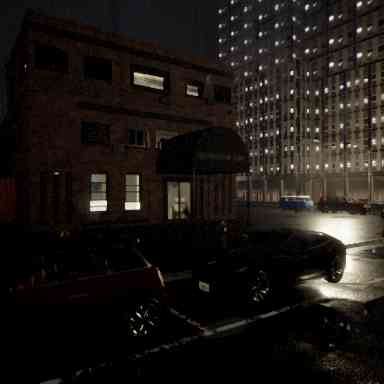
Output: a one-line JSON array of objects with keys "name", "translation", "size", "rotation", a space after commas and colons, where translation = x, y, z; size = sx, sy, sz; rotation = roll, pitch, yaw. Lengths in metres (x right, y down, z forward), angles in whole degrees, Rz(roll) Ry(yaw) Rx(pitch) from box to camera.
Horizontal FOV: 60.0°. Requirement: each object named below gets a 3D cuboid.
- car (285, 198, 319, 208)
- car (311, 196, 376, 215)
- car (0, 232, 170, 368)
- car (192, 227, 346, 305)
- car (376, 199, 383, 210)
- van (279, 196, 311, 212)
[{"name": "car", "translation": [15.472, 1.514, 46.950], "size": [1.802, 1.307, 4.206], "rotation": [0, 0, -35]}, {"name": "car", "translation": [14.934, 1.308, 33.066], "size": [2.192, 1.841, 5.009], "rotation": [0, 0, -35]}, {"name": "car", "translation": [-2.442, 1.440, 4.826], "size": [4.097, 1.590, 1.967], "rotation": [0, 0, -35]}, {"name": "car", "translation": [2.022, 1.565, 8.078], "size": [4.313, 1.339, 1.947], "rotation": [0, 0, -35]}, {"name": "car", "translation": [21.810, 1.498, 37.860], "size": [2.008, 1.369, 4.403], "rotation": [0, 0, -35]}, {"name": "van", "translation": [11.765, 1.326, 37.611], "size": [1.690, 1.788, 3.998], "rotation": [0, 0, -35]}]
